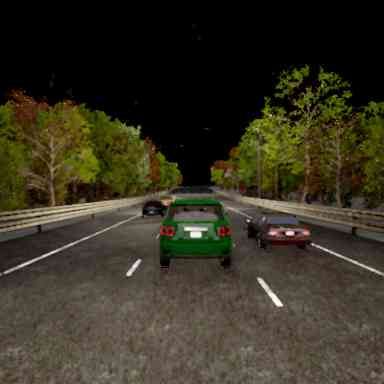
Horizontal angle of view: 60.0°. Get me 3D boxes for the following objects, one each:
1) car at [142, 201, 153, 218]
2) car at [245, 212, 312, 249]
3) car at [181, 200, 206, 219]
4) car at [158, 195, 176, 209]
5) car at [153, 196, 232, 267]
[{"bbox_3d":[-3.402,1.524,30.541,1.882,1.535,5.008,0,0,0],"label":"car"},{"bbox_3d":[3.611,1.578,14.761,2.033,1.411,5.357,0,0,0],"label":"car"},{"bbox_3d":[0.122,1.538,30.592,2.128,1.511,4.902,0,0,0],"label":"car"},{"bbox_3d":[-3.409,1.307,45.457,2.097,1.767,4.553,0,1,0],"label":"car"},{"bbox_3d":[0.107,1.246,11.657,2.150,2.045,5.566,0,0,0],"label":"car"}]
